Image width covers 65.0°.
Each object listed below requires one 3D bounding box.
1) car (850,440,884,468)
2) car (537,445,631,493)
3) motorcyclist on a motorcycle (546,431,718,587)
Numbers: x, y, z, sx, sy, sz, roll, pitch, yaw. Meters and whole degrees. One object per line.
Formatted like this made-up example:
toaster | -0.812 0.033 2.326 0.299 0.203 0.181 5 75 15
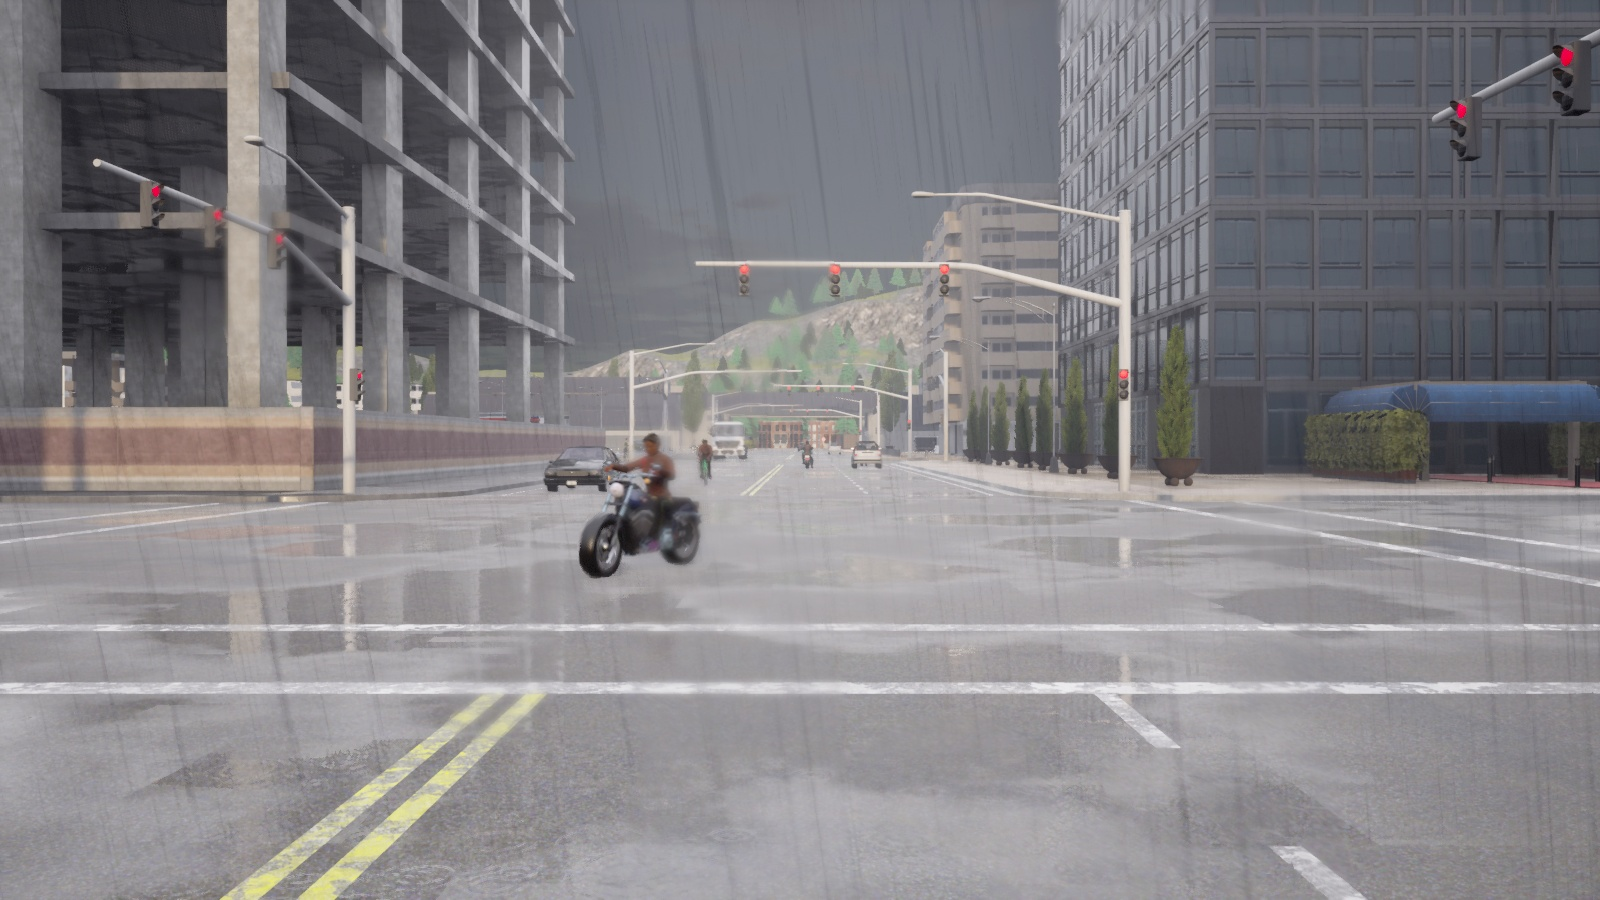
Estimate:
car | 3.927 0.229 74.133 1.851 1.617 3.988 0 0 1
car | -6.762 0.564 39.857 2.033 1.411 5.357 0 0 0
motorcyclist on a motorcycle | -1.880 0.613 14.522 0.766 1.649 2.350 1 1 27
